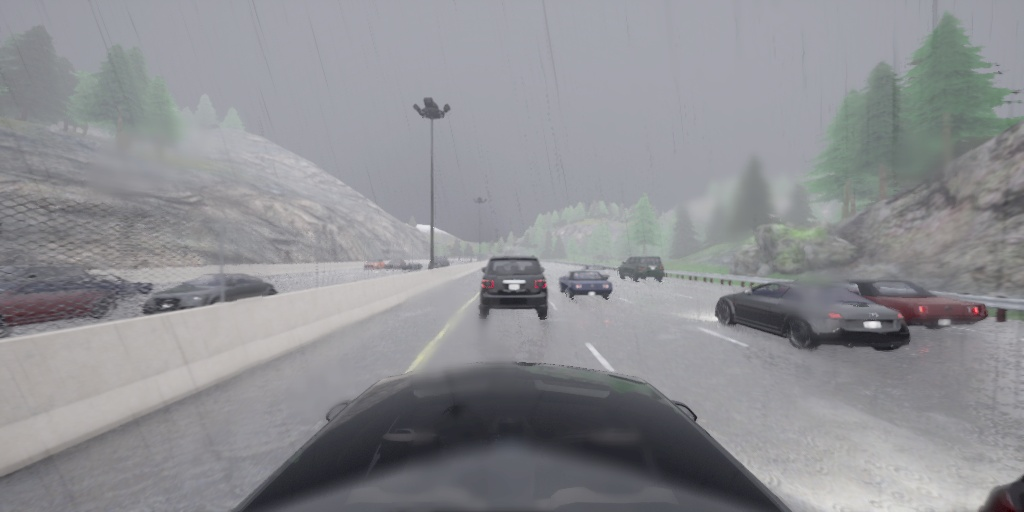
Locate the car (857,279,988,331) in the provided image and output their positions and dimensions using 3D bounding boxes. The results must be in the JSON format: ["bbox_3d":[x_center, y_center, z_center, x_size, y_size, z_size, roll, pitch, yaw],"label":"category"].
[{"bbox_3d":[10.565,1.360,10.970,1.895,1.301,4.718,0,0,0],"label":"car"}]

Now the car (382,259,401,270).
[{"bbox_3d":[-17.773,1.258,55.406,2.097,1.767,4.553,0,0,0],"label":"car"}]

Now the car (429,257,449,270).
[{"bbox_3d":[-10.777,1.114,53.506,2.150,2.045,5.566,0,0,0],"label":"car"}]

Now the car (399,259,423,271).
[{"bbox_3d":[-14.274,1.493,51.621,1.895,1.301,4.718,0,0,0],"label":"car"}]

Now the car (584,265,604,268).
[{"bbox_3d":[6.986,1.415,31.084,1.895,1.301,4.718,0,0,0],"label":"car"}]

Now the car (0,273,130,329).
[{"bbox_3d":[-14.127,1.353,10.206,1.994,1.385,4.181,0,0,0],"label":"car"}]

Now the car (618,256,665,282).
[{"bbox_3d":[10.493,1.027,29.431,2.150,2.045,5.566,0,0,0],"label":"car"}]

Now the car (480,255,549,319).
[{"bbox_3d":[0.057,1.000,13.122,2.150,2.045,5.566,0,0,0],"label":"car"}]

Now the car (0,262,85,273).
[{"bbox_3d":[-21.150,1.163,15.517,2.097,1.767,4.553,0,0,0],"label":"car"}]

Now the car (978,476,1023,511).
[{"bbox_3d":[3.536,1.305,0.167,1.994,1.385,4.181,0,0,1],"label":"car"}]

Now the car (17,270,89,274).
[{"bbox_3d":[-17.645,1.405,14.463,1.895,1.301,4.718,0,0,0],"label":"car"}]

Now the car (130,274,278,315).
[{"bbox_3d":[-10.639,1.356,13.088,1.994,1.385,4.181,0,0,0],"label":"car"}]

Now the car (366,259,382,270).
[{"bbox_3d":[-21.270,1.263,55.771,2.097,1.767,4.553,0,0,0],"label":"car"}]

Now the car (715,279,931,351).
[{"bbox_3d":[7.060,1.323,9.036,1.994,1.385,4.181,0,0,0],"label":"car"}]

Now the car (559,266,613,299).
[{"bbox_3d":[3.539,1.387,18.128,1.895,1.301,4.718,0,0,0],"label":"car"}]
